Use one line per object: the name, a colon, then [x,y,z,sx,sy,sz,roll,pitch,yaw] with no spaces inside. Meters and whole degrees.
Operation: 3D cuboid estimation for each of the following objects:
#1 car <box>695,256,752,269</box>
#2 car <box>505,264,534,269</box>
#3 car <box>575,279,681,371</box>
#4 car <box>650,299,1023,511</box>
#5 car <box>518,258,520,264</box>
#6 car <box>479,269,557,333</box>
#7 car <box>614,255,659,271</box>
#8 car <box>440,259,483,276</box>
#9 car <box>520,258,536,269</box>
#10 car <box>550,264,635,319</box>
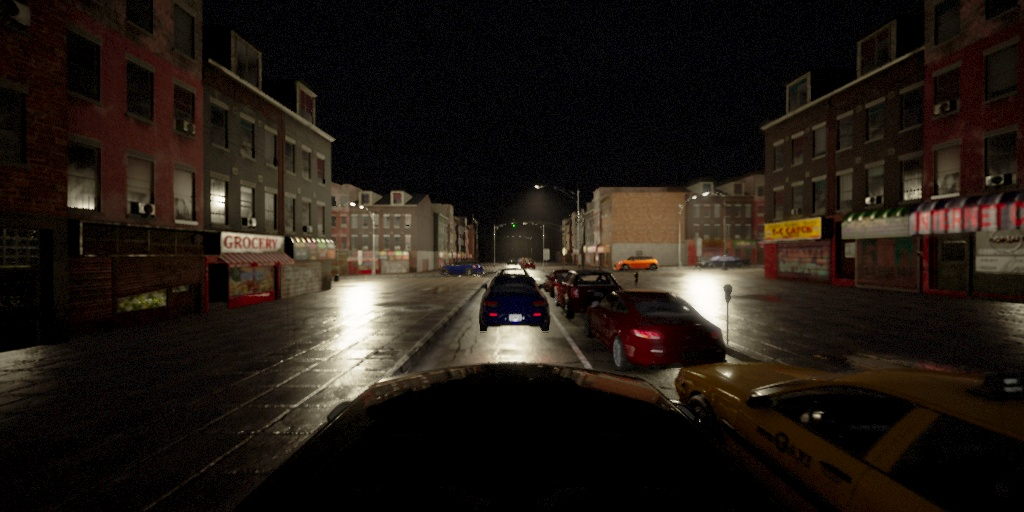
car: [22.837,0.669,38.850,5.357,1.411,2.033,-1,0,0]
car: [0.101,1.357,21.194,1.895,1.301,4.718,0,0,0]
car: [2.637,1.331,7.385,1.802,1.307,4.207,0,0,0]
car: [2.638,1.275,2.088,1.751,1.417,4.829,0,0,0]
car: [2.627,1.183,61.060,2.192,1.841,5.009,0,0,0]
car: [0.048,1.274,10.684,1.812,1.442,4.674,0,0,-1]
car: [13.350,0.720,38.828,4.553,1.767,2.097,-1,0,0]
car: [-5.486,1.239,38.438,4.553,1.767,2.097,-1,1,21]
car: [2.628,1.287,55.658,1.967,1.591,4.097,0,0,0]
car: [2.636,1.189,12.851,1.967,1.591,4.097,0,0,0]
